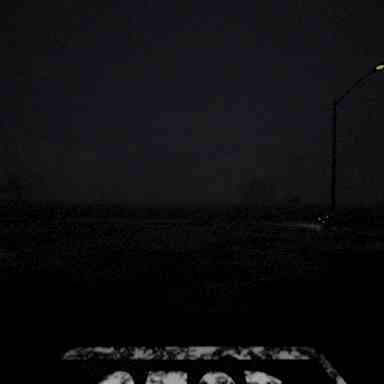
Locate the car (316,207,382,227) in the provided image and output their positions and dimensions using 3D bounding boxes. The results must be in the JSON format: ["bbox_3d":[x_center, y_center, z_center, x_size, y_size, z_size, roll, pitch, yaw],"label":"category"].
[{"bbox_3d":[11.033,1.740,23.552,4.181,1.385,1.994,0,1,0],"label":"car"}]
